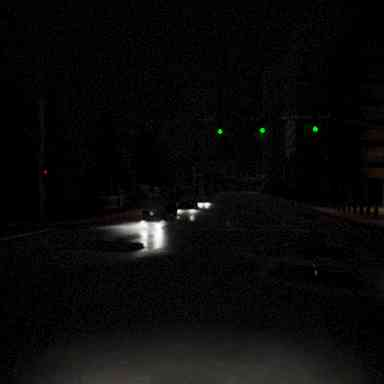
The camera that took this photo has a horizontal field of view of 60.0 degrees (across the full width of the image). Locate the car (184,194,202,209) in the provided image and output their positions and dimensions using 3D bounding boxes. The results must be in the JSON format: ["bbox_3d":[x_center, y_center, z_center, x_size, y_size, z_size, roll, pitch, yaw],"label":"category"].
[{"bbox_3d":[-0.434,1.127,38.888,1.882,1.535,5.008,0,1,9],"label":"car"}]

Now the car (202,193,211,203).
[{"bbox_3d":[2.142,0.989,55.619,2.128,1.511,4.902,0,0,9],"label":"car"}]

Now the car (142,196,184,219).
[{"bbox_3d":[-2.427,1.256,26.190,2.128,1.511,4.902,0,1,11],"label":"car"}]
